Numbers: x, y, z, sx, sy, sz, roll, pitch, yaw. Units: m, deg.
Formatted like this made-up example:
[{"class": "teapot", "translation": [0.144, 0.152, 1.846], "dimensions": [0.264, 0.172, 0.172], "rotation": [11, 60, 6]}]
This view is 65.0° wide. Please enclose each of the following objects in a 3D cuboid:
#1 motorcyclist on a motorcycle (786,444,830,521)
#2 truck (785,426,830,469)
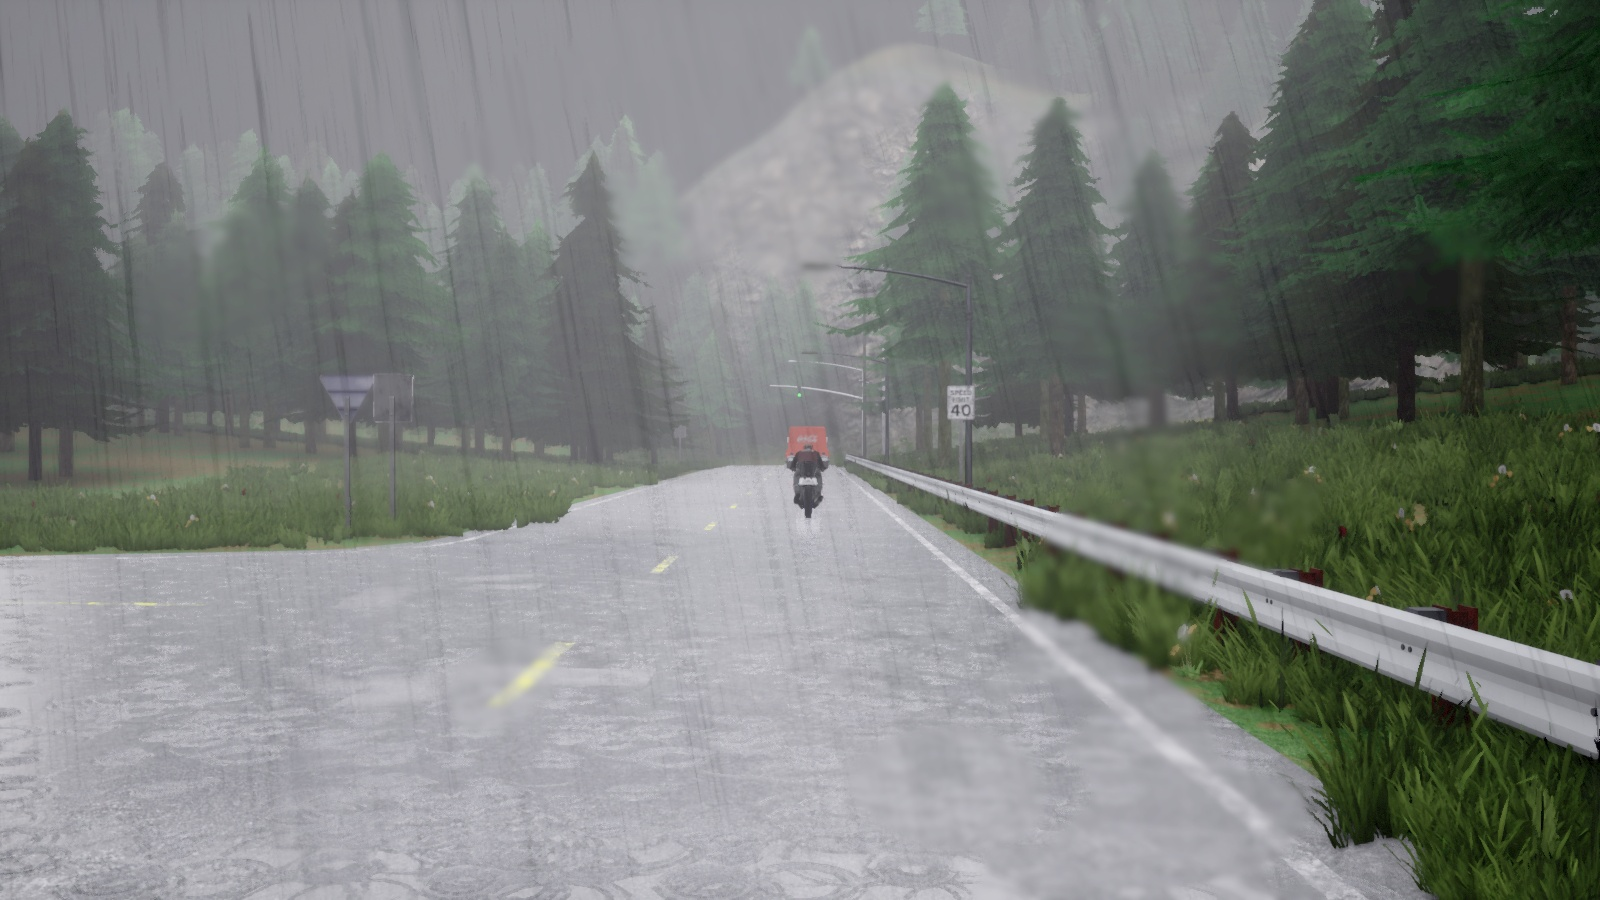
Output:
[{"class": "motorcyclist on a motorcycle", "translation": [0.166, 0.634, 26.134], "dimensions": [0.866, 1.530, 2.191], "rotation": [0, 0, 0]}, {"class": "truck", "translation": [0.449, -0.162, 74.878], "dimensions": [2.627, 2.467, 5.204], "rotation": [0, 0, 0]}]
